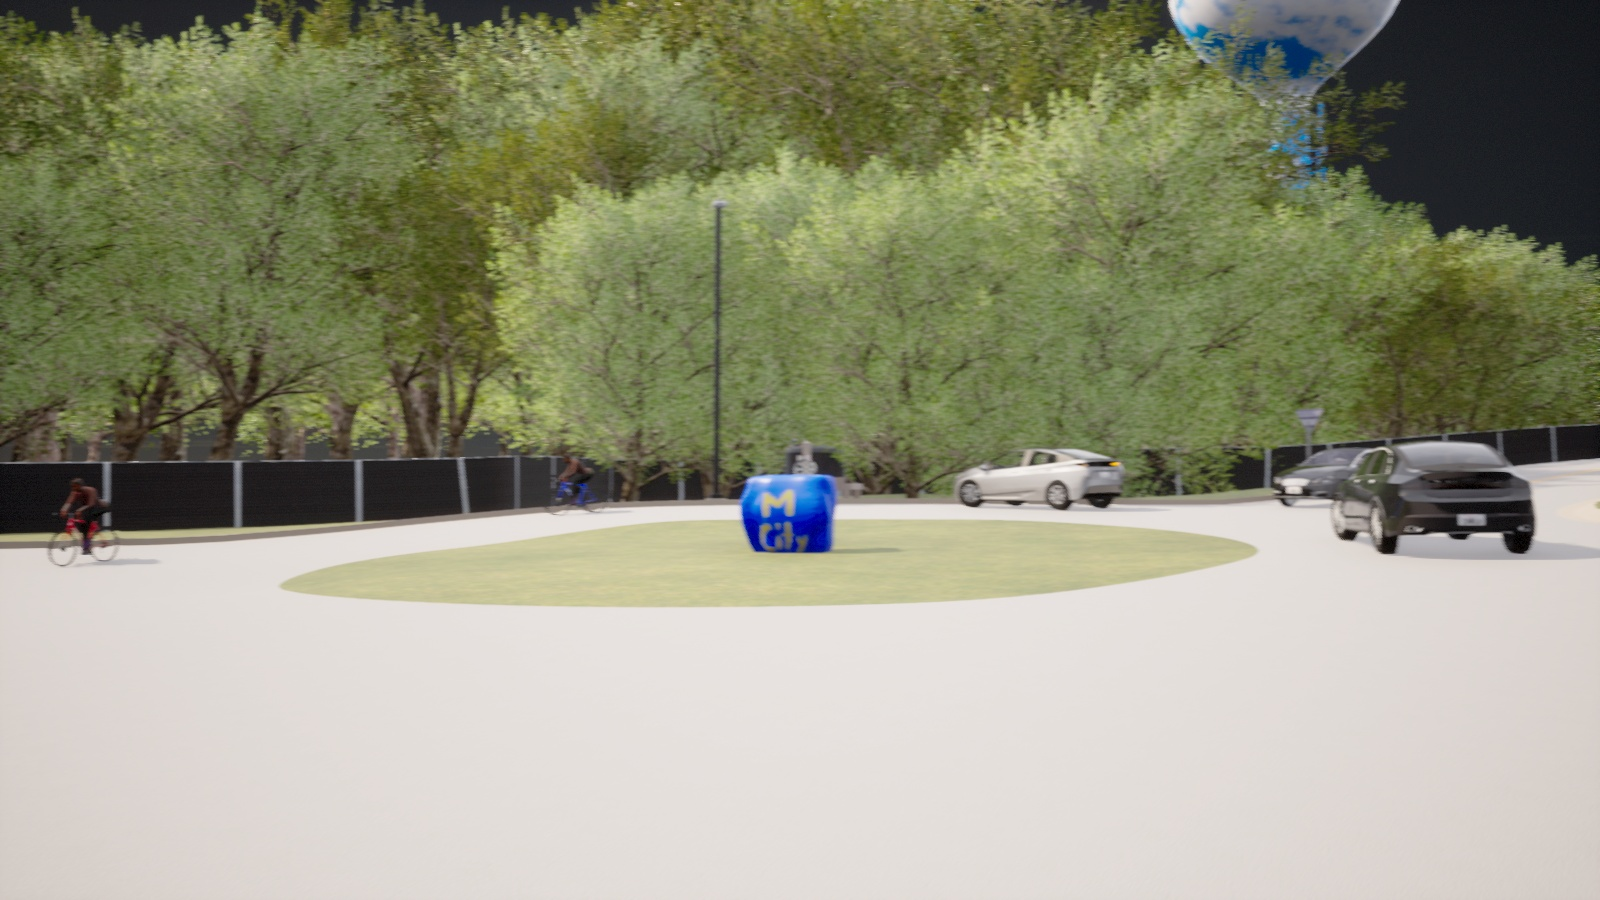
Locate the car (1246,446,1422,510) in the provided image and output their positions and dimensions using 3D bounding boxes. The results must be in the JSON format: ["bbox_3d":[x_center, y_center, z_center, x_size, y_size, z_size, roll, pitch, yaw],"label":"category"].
[{"bbox_3d":[14.497,0.720,33.989,4.902,1.511,2.128,-2,0,-36],"label":"car"}]

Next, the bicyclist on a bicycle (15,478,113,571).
[{"bbox_3d":[-13.559,1.344,23.178,0.582,1.620,1.656,0,0,13],"label":"bicyclist on a bicycle"}]

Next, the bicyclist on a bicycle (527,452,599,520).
[{"bbox_3d":[-6.135,0.919,32.514,1.656,1.620,0.582,-4,2,-23],"label":"bicyclist on a bicycle"}]

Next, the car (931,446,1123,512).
[{"bbox_3d":[5.642,0.711,31.639,2.007,1.525,4.514,0,-1,-40],"label":"car"}]

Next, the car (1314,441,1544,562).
[{"bbox_3d":[8.847,0.677,18.129,1.837,1.490,4.892,-1,-1,13],"label":"car"}]
